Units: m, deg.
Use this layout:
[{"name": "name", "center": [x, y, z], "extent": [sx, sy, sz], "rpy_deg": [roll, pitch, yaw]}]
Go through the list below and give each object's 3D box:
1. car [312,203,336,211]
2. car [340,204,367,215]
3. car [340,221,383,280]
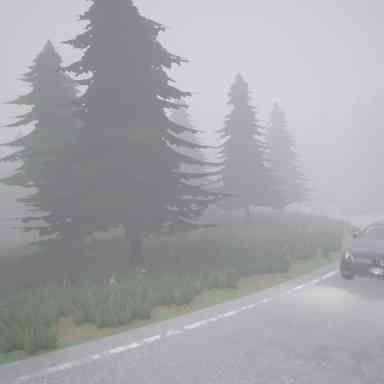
[{"name": "car", "center": [21.705, 2.537, 55.159], "extent": [1.895, 1.301, 4.718], "rpy_deg": [-4, -1, -8]}, {"name": "car", "center": [20.492, 2.192, 42.525], "extent": [1.895, 1.301, 4.718], "rpy_deg": [-4, -2, 7]}, {"name": "car", "center": [5.744, 1.579, 9.458], "extent": [1.812, 1.442, 4.674], "rpy_deg": [-1, -1, 40]}]
